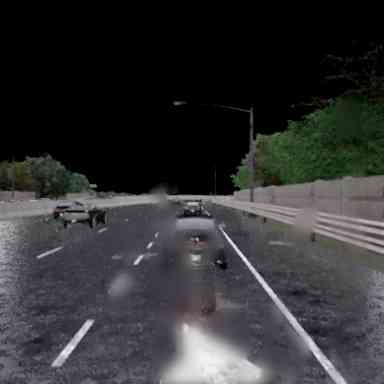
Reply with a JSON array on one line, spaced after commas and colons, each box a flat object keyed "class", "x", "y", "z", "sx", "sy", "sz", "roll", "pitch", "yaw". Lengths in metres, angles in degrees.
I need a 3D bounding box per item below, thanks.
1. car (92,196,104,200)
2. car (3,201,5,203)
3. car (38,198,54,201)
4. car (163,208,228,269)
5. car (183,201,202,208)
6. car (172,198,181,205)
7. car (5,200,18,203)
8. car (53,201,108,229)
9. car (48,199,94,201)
[{"class": "car", "x": -21.035, "y": 1.673, "z": 74.022, "sx": 2.097, "sy": 1.767, "sz": 4.553, "roll": 0, "pitch": -1, "yaw": 0}, {"class": "car", "x": -21.109, "y": 1.573, "z": 32.868, "sx": 1.882, "sy": 1.535, "sz": 5.008, "roll": 0, "pitch": -1, "yaw": 0}, {"class": "car", "x": -24.527, "y": 1.772, "z": 55.819, "sx": 2.097, "sy": 1.767, "sz": 4.553, "roll": 0, "pitch": -1, "yaw": 0}, {"class": "car", "x": 0.094, "y": 1.488, "z": 11.107, "sx": 1.837, "sy": 1.490, "sz": 4.892, "roll": 0, "pitch": 0, "yaw": 0}, {"class": "car", "x": 0.083, "y": 1.638, "z": 34.547, "sx": 1.812, "sy": 1.442, "sz": 4.674, "roll": 0, "pitch": -1, "yaw": 0}, {"class": "car", "x": -3.536, "y": 2.094, "z": 76.309, "sx": 2.097, "sy": 1.767, "sz": 4.553, "roll": 0, "pitch": -1, "yaw": 0}, {"class": "car", "x": -28.076, "y": 1.943, "z": 51.262, "sx": 1.895, "sy": 1.301, "sz": 4.718, "roll": 0, "pitch": -1, "yaw": 1}, {"class": "car", "x": -6.910, "y": 1.505, "z": 21.878, "sx": 2.128, "sy": 1.511, "sz": 4.902, "roll": 0, "pitch": 0, "yaw": 0}, {"class": "car", "x": -10.414, "y": 1.565, "z": 28.932, "sx": 1.837, "sy": 1.490, "sz": 4.892, "roll": 0, "pitch": 0, "yaw": 0}]
